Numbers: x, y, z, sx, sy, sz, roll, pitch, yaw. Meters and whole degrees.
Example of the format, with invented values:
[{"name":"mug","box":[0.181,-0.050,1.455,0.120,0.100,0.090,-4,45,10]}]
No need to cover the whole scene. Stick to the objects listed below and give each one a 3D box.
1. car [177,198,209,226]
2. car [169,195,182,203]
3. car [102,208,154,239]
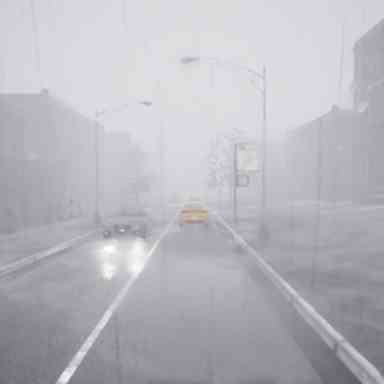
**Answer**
[{"name":"car","box":[0.154,1.386,22.557,1.882,1.535,5.008,0,0,0]},{"name":"car","box":[-2.804,1.230,58.092,1.837,1.490,4.892,0,0,1]},{"name":"car","box":[-3.091,1.503,16.752,1.994,1.385,4.181,0,0,0]}]
